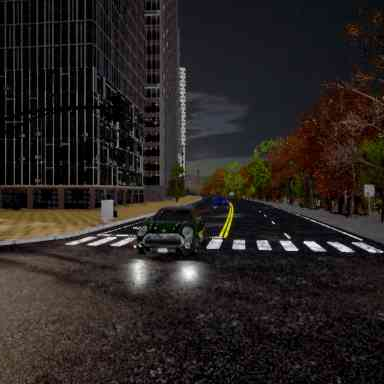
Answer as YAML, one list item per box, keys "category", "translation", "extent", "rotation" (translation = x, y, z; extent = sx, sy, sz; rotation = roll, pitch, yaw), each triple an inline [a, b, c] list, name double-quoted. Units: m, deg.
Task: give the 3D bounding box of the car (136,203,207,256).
- category: "car"
  translation: [-0.639, 1.348, 13.226]
  extent: [2.097, 1.767, 4.553]
  rotation: [0, 0, 9]

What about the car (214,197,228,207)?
- category: "car"
  translation: [4.548, 1.482, 52.099]
  extent: [1.882, 1.535, 5.008]
  rotation: [0, 0, 7]
